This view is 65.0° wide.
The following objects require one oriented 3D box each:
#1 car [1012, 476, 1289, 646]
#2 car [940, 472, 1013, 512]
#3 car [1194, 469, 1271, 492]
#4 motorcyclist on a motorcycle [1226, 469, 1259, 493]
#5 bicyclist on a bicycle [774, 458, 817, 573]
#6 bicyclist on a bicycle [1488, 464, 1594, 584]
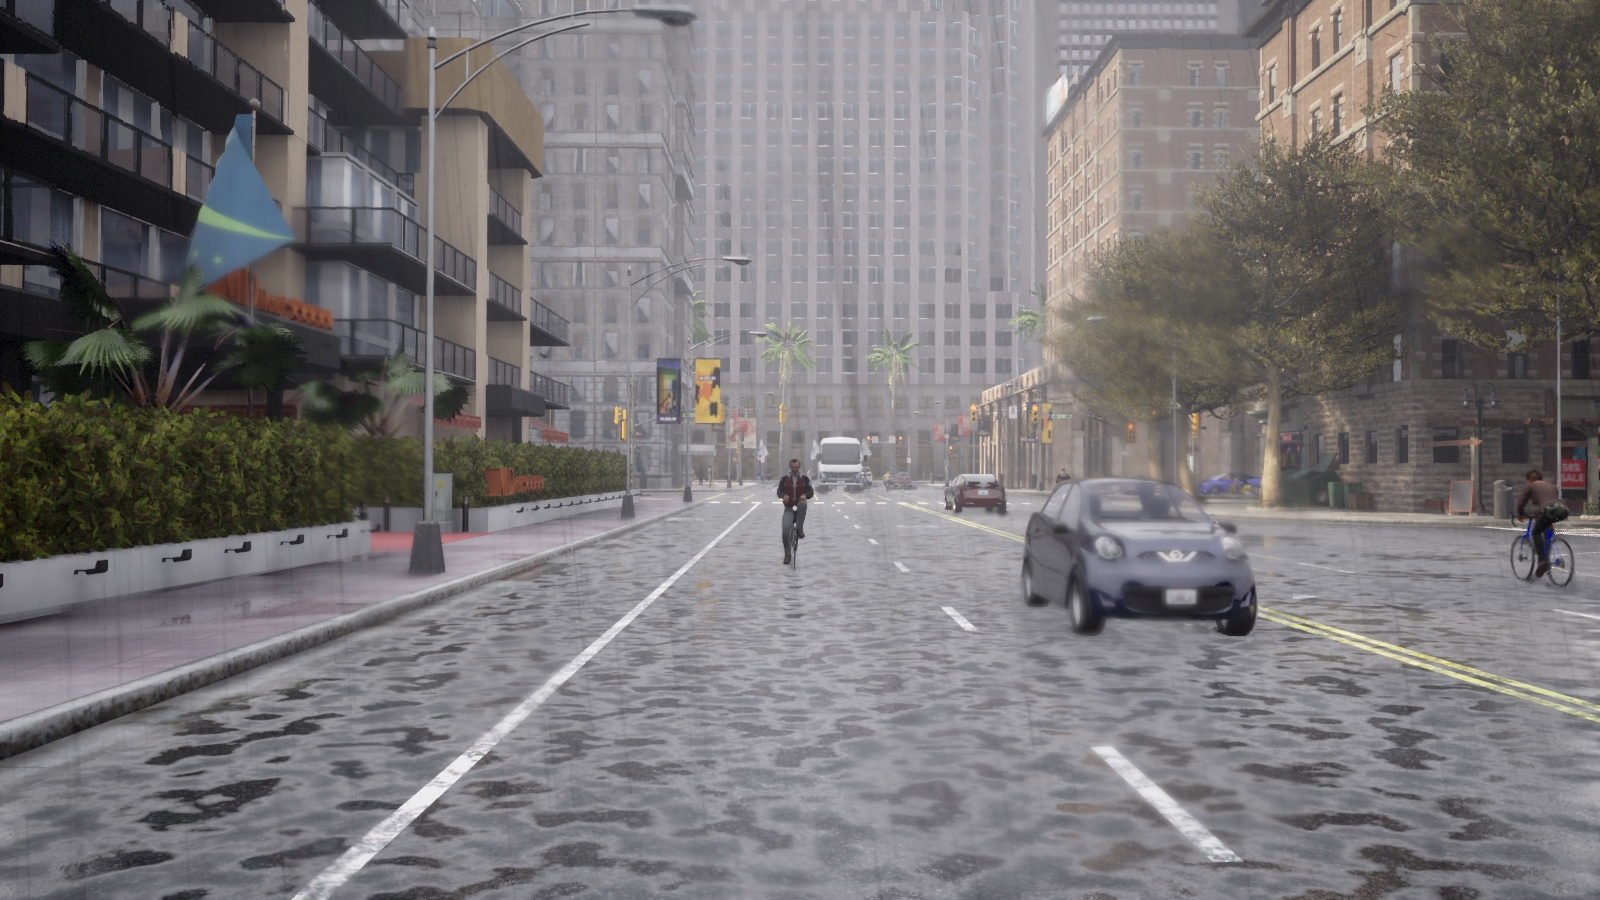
[{"bbox_3d":[3.450,1.034,13.079,1.845,1.501,3.633,0,-1,0],"label":"car"},{"bbox_3d":[6.819,1.608,48.996,2.163,1.488,4.792,0,-1,0],"label":"car"},{"bbox_3d":[29.324,2.072,85.222,4.514,1.525,2.007,0,-1,1],"label":"car"},{"bbox_3d":[28.779,2.021,81.705,1.817,1.590,0.866,0,-1,1],"label":"motorcyclist on a motorcycle"},{"bbox_3d":[-0.076,1.024,20.217,0.659,1.776,1.843,0,-1,0],"label":"bicyclist on a bicycle"},{"bbox_3d":[10.495,1.025,17.857,0.582,1.620,1.656,0,-1,3],"label":"bicyclist on a bicycle"}]
